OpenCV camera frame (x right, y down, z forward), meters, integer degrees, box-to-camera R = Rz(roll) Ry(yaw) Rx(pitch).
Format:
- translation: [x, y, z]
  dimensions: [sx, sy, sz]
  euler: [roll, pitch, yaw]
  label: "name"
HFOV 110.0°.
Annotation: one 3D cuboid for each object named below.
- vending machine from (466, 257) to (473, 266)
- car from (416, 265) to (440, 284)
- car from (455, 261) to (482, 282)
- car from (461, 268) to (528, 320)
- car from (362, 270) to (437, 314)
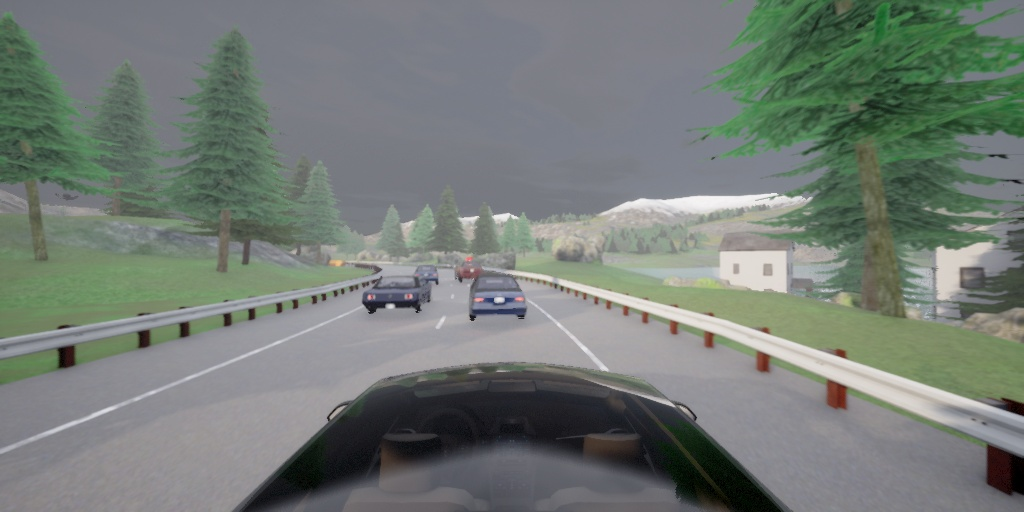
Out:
- translation: [-6.243, 1.111, 52.873]
  dimensions: [1.100, 2.100, 0.880]
  euler: [0, 0, -24]
  label: "vending machine"
- translation: [-6.581, 1.389, 27.616]
  dimensions: [2.033, 1.411, 5.357]
  euler: [0, 0, -13]
  label: "car"
- translation: [-3.652, 1.194, 30.352]
  dimensions: [2.097, 1.767, 4.553]
  euler: [0, 0, -14]
  label: "car"
- translation: [-0.620, 1.332, 12.878]
  dimensions: [2.033, 1.411, 5.357]
  euler: [0, 0, -6]
  label: "car"
- translation: [-4.280, 1.397, 14.150]
  dimensions: [1.895, 1.301, 4.718]
  euler: [0, 0, -6]
  label: "car"
